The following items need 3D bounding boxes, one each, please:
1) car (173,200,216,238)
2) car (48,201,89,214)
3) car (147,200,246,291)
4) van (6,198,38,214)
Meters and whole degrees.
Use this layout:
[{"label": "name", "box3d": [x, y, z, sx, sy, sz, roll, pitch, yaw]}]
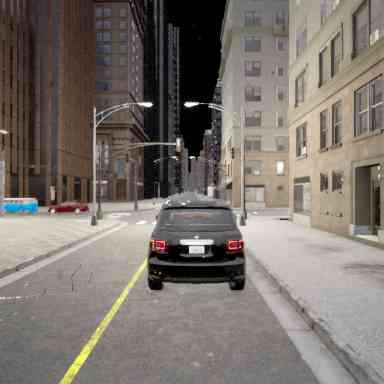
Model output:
[{"label": "car", "box3d": [0.126, 1.357, 18.636, 2.097, 1.767, 4.553, 0, 0, 0]}, {"label": "car", "box3d": [-13.917, 1.724, 37.529, 4.507, 1.381, 1.887, -1, 0, 0]}, {"label": "car", "box3d": [0.115, 1.223, 9.187, 2.150, 2.045, 5.566, 0, 0, 0]}, {"label": "van", "box3d": [-19.544, 1.588, 37.558, 3.998, 1.788, 1.690, -1, 0, 0]}]
